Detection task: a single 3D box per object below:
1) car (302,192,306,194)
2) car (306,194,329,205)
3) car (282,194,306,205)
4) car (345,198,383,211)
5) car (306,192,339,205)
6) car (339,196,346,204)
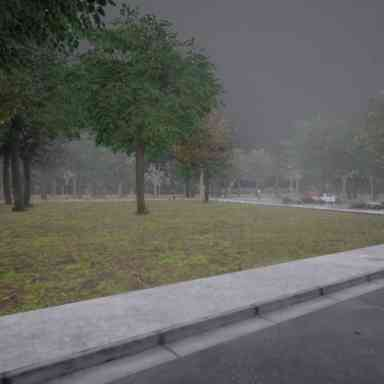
[{"bbox_3d":[21.794,1.404,71.510,2.128,1.511,4.902,0,0,-12],"label":"car"},{"bbox_3d":[21.245,1.515,58.302,1.882,1.535,5.008,0,0,-12],"label":"car"},{"bbox_3d":[17.710,1.533,59.345,1.837,1.490,4.892,0,-1,-12],"label":"car"},{"bbox_3d":[21.559,1.575,41.232,1.994,1.385,4.181,0,0,-12],"label":"car"},{"bbox_3d":[24.008,1.271,61.457,2.150,2.045,5.566,0,0,-11],"label":"car"},{"bbox_3d":[27.145,1.553,62.310,2.128,1.511,4.902,0,0,-12],"label":"car"}]
